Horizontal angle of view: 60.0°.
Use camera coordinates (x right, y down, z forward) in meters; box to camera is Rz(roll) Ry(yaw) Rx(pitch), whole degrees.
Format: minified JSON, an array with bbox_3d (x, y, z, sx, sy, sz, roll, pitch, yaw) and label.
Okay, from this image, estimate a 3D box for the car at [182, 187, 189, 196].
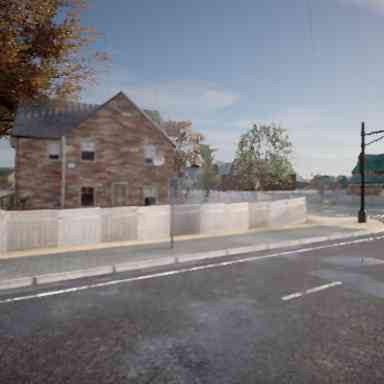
[{"bbox_3d":[-2.244,0.062,64.439,2.150,2.045,5.566,1,1,-20],"label":"car"}]
